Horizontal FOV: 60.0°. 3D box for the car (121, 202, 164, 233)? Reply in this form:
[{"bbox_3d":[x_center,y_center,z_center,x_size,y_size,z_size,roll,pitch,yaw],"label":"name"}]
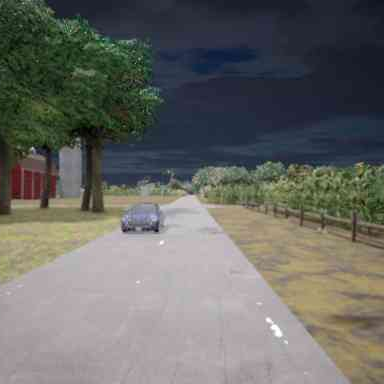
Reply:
[{"bbox_3d":[-2.851,1.412,20.010,2.097,1.767,4.553,0,0,0],"label":"car"}]
